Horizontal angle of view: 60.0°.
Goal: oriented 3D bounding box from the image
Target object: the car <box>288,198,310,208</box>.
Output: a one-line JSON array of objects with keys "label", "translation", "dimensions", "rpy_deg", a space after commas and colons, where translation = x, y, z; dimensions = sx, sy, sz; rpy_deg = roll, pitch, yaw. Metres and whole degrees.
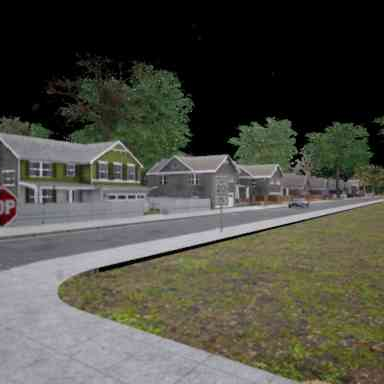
[{"label": "car", "translation": [14.893, 1.523, 46.156], "dimensions": [1.994, 1.385, 4.181], "rpy_deg": [0, 0, 35]}]
